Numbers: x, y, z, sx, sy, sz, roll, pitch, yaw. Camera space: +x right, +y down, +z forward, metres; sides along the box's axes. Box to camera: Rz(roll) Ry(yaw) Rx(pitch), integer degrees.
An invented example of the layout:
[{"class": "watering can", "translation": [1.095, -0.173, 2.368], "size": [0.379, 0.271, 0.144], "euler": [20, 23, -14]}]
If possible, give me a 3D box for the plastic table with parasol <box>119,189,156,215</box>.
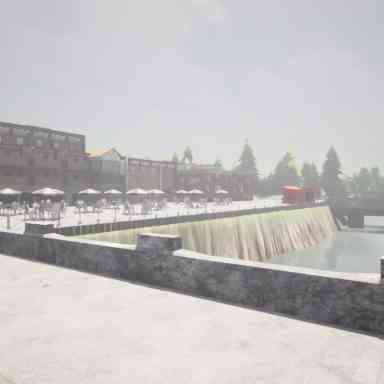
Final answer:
[{"class": "plastic table with parasol", "translation": [-5.297, 0.925, 32.509], "size": [2.482, 2.480, 2.482], "euler": [0, 0, 35]}]
